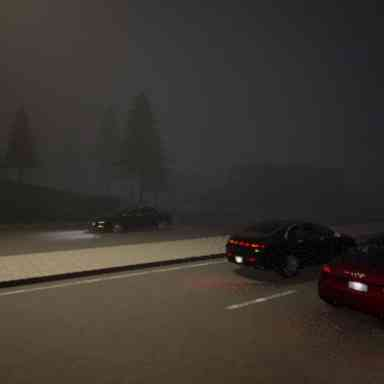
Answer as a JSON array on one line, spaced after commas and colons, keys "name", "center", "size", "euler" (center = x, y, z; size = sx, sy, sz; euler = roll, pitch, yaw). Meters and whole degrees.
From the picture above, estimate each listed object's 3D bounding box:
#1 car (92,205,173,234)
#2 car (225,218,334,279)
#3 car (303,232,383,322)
[{"name": "car", "center": [-3.487, 1.571, 19.911], "size": [4.892, 1.490, 1.837], "euler": [0, 0, -35]}, {"name": "car", "center": [3.224, 1.575, 10.330], "size": [4.892, 1.490, 1.837], "euler": [1, 0, -36]}, {"name": "car", "center": [4.518, 1.627, 6.952], "size": [4.181, 1.385, 1.994], "euler": [1, 0, -36]}]
